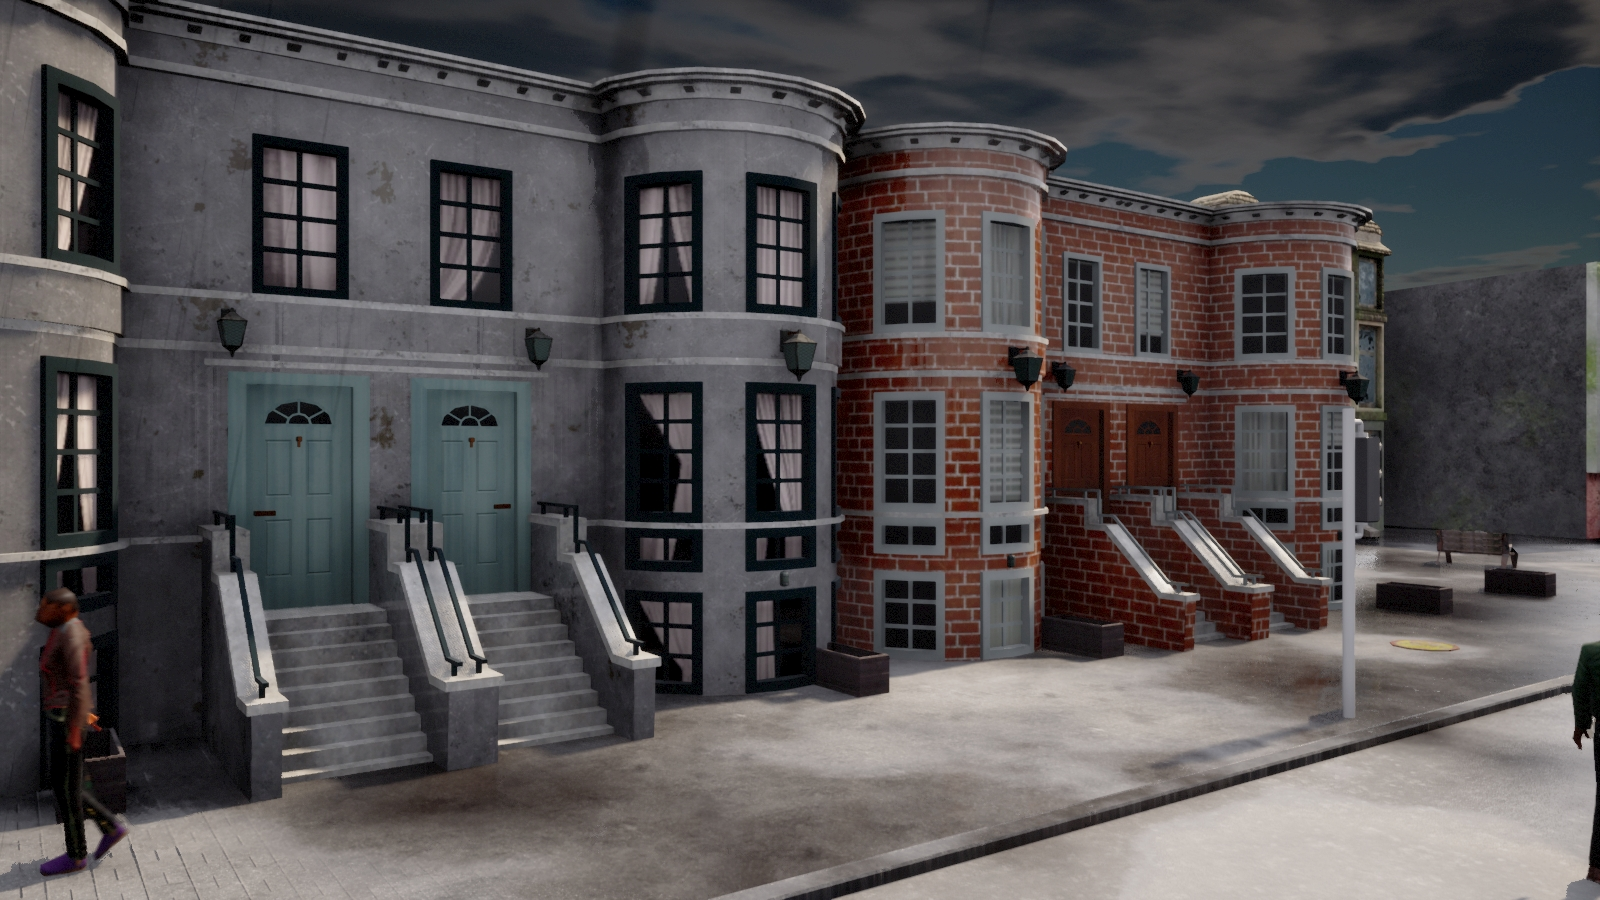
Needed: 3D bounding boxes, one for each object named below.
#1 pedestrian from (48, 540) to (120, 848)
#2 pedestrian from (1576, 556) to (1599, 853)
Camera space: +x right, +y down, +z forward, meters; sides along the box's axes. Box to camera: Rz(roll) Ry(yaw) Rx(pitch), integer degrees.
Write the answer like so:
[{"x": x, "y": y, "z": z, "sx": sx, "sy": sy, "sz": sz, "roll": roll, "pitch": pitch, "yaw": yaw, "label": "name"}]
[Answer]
[{"x": -4.586, "y": 1.524, "z": 7.312, "sx": 0.375, "sy": 1.860, "sz": 0.375, "roll": 0, "pitch": 0, "yaw": -34, "label": "pedestrian"}, {"x": 5.271, "y": 1.628, "z": 7.305, "sx": 0.375, "sy": 1.860, "sz": 0.375, "roll": 0, "pitch": 0, "yaw": -26, "label": "pedestrian"}]
